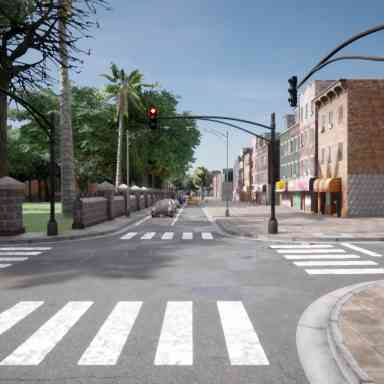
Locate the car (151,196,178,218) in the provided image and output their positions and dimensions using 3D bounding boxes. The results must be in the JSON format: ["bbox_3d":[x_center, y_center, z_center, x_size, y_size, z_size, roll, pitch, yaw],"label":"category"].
[{"bbox_3d":[-2.625,1.481,30.652,1.967,1.590,4.097,0,0,0],"label":"car"}]

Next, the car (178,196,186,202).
[{"bbox_3d":[-2.596,1.861,87.538,2.008,1.369,4.403,-1,0,0],"label":"car"}]

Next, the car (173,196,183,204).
[{"bbox_3d":[-2.981,1.715,71.258,1.837,1.490,4.892,0,0,0],"label":"car"}]

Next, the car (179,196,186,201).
[{"bbox_3d":[-2.592,1.914,93.227,1.947,1.339,4.313,-1,0,0],"label":"car"}]

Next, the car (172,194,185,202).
[{"bbox_3d":[-2.946,1.402,64.289,2.150,2.045,5.566,0,0,0],"label":"car"}]

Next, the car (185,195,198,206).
[{"bbox_3d":[0.133,1.627,59.538,1.882,1.535,5.008,0,0,0],"label":"car"}]

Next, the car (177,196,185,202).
[{"bbox_3d":[-2.599,1.818,81.849,1.887,1.381,4.507,0,0,0],"label":"car"}]

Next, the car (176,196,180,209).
[{"bbox_3d":[-2.621,1.498,36.340,1.967,1.590,4.097,0,0,0],"label":"car"}]

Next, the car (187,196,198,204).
[{"bbox_3d":[0.132,1.690,68.891,2.128,1.511,4.902,0,0,0],"label":"car"}]

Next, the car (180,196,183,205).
[{"bbox_3d":[-2.616,1.679,47.718,1.802,1.307,4.206,0,0,0],"label":"car"}]
